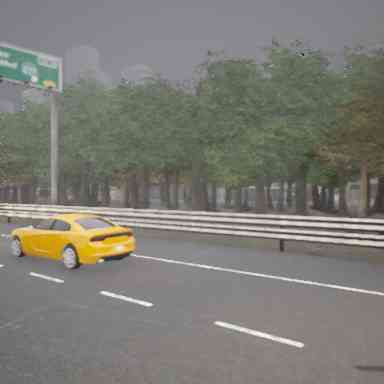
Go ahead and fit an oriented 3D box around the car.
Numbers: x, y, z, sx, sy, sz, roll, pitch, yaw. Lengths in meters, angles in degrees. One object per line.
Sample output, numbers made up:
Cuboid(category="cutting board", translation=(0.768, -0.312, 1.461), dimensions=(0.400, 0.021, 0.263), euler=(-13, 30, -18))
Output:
Cuboid(category="car", translation=(-4.127, 1.480, 11.117), dimensions=(5.008, 1.535, 1.882), euler=(0, 0, 36))
